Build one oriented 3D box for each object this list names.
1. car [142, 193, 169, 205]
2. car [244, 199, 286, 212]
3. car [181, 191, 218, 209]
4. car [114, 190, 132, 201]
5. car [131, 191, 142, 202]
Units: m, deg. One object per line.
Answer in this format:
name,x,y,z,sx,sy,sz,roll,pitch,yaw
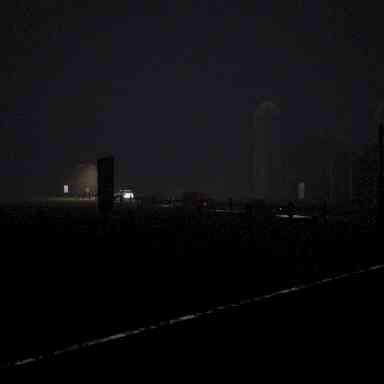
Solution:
car,-5.098,0.955,49.425,2.097,1.767,4.553,-1,1,-34
car,7.077,1.365,32.465,1.994,1.385,4.181,-1,1,-36
car,0.820,0.922,41.148,2.150,2.045,5.566,-1,1,-36
car,-13.615,0.621,66.055,2.150,2.045,5.566,-1,1,-36
car,-8.284,0.981,58.698,2.128,1.511,4.902,-1,1,-36
